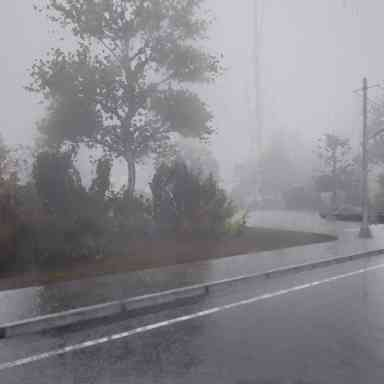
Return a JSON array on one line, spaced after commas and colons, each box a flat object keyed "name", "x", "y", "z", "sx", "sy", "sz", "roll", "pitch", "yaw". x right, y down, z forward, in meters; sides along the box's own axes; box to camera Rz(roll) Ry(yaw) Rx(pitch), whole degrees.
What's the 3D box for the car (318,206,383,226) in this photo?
[{"name": "car", "x": 11.778, "y": 1.652, "z": 23.995, "sx": 1.895, "sy": 1.301, "sz": 4.718, "roll": 0, "pitch": 0, "yaw": -41}]
